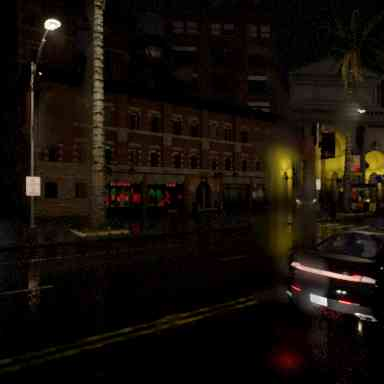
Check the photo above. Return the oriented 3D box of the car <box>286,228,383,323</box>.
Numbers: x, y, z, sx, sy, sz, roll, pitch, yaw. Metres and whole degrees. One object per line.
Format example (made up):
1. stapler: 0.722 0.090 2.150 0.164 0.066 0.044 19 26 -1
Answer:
1. car: 3.982 1.491 6.652 4.902 1.511 2.128 0 0 -35
